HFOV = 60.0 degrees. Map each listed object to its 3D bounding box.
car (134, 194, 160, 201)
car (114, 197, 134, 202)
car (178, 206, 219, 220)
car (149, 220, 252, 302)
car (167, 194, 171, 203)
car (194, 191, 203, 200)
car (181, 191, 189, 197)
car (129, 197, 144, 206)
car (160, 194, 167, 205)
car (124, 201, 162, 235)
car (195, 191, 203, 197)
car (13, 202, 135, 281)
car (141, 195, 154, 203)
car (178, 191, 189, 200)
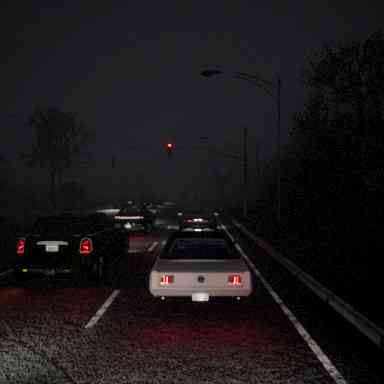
[{"bbox_3d":[-6.247,1.242,47.077,2.150,2.045,5.566,0,0,1],"label":"car"},{"bbox_3d":[-9.739,1.512,46.999,2.128,1.511,4.902,0,0,2],"label":"car"},{"bbox_3d":[0.318,1.512,17.454,1.837,1.490,4.892,0,0,1],"label":"car"},{"bbox_3d":[0.178,1.604,8.200,1.895,1.301,4.718,0,0,0],"label":"car"},{"bbox_3d":[-5.656,1.228,68.929,2.097,1.767,4.553,0,2,1],"label":"car"},{"bbox_3d":[1.507,1.071,75.912,2.128,1.511,4.902,0,3,1],"label":"car"},{"bbox_3d":[-1.756,0.447,86.440,1.895,1.301,4.718,0,3,1],"label":"car"},{"bbox_3d":[-9.498,1.550,57.221,1.812,1.442,4.674,0,0,1],"label":"car"},{"bbox_3d":[-5.999,1.502,57.347,1.882,1.535,5.008,0,0,2],"label":"car"},{"bbox_3d":[-3.188,1.500,19.042,2.128,1.511,4.902,0,0,0],"label":"car"},{"bbox_3d":[1.742,0.406,86.329,1.994,1.385,4.181,0,3,1],"label":"car"},{"bbox_3d":[-3.296,1.356,10.032,2.097,1.767,4.553,0,0,1],"label":"car"},{"bbox_3d":[-9.170,1.378,68.294,1.882,1.535,5.008,0,2,1],"label":"car"},{"bbox_3d":[-1.992,0.770,76.005,2.150,2.045,5.566,0,3,1],"label":"car"}]
